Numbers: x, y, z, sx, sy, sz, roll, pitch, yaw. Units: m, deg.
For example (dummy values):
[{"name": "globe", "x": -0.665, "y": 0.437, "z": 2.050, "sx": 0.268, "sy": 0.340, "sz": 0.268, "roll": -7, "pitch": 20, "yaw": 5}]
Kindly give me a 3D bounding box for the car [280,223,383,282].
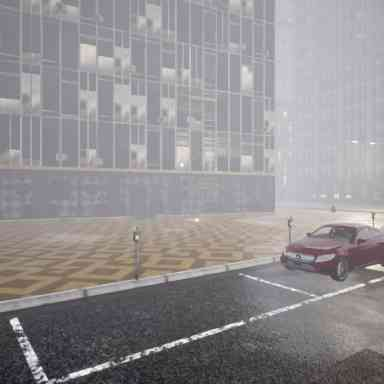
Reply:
[{"name": "car", "x": 4.404, "y": 1.579, "z": 9.712, "sx": 4.206, "sy": 1.307, "sz": 1.802, "roll": 0, "pitch": 0, "yaw": -36}]
